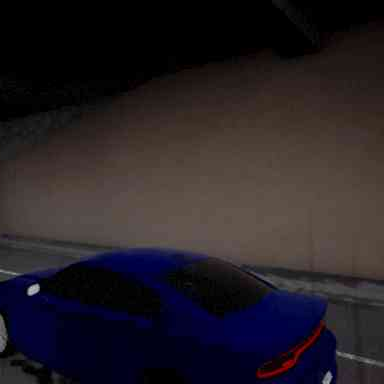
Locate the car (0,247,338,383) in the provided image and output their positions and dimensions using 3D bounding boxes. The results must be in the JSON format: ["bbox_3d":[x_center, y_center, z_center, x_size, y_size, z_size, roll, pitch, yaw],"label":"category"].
[{"bbox_3d":[-0.825,1.493,4.373,5.008,1.535,1.882,-1,0,36],"label":"car"}]
